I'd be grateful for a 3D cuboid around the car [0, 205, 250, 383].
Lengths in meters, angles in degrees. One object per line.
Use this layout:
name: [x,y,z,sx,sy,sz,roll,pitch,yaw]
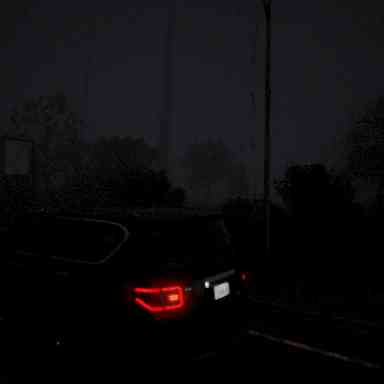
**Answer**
car: [-1.778,1.232,5.471,5.566,2.045,2.150,0,0,38]
